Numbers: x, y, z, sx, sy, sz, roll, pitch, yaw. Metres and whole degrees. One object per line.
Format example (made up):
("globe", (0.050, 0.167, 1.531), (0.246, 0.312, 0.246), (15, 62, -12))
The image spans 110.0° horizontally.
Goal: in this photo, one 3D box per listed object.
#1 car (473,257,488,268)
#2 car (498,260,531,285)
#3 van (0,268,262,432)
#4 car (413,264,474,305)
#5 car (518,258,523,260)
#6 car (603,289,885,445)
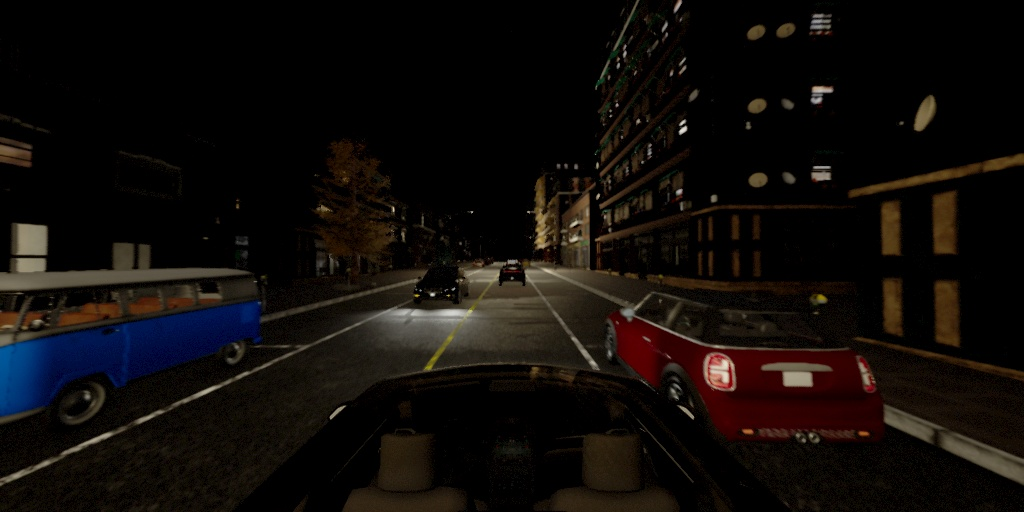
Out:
("car", (-5.711, 1.176, 62.138), (1.967, 1.591, 4.097), (0, 0, 0))
("car", (0.035, 1.236, 25.755), (2.128, 1.511, 4.902), (0, 0, 0))
("van", (-5.692, 1.089, 5.272), (1.690, 1.789, 3.998), (0, 0, 0))
("car", (-3.027, 1.253, 16.162), (1.837, 1.490, 4.892), (0, -1, 1))
("car", (0.077, 1.231, 47.825), (2.128, 1.511, 4.902), (0, 0, 0))
("car", (2.689, 1.189, 5.335), (1.967, 1.591, 4.097), (0, 0, 0))
